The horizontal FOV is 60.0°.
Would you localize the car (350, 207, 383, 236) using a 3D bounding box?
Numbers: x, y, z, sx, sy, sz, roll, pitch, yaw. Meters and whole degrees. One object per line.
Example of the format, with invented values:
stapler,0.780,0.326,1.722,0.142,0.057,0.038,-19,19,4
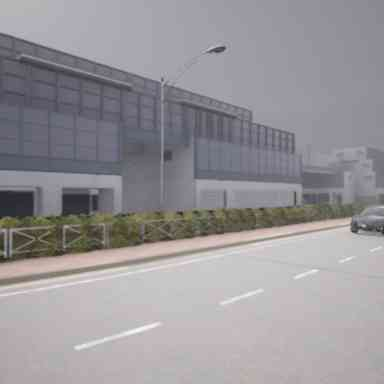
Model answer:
car,10.944,1.641,19.504,4.892,1.490,1.837,1,-1,-44
